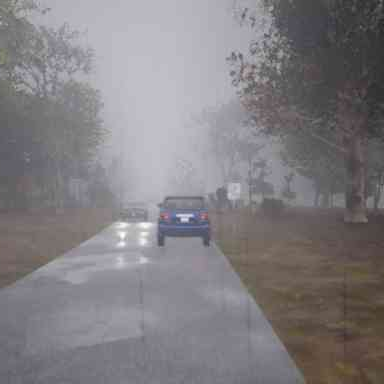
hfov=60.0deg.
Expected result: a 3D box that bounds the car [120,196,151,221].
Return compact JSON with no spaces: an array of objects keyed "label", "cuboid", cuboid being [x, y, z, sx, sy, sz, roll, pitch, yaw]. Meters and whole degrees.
[{"label":"car","cuboid":[-4.193,1.310,24.993,1.837,1.490,4.892,1,0,-6]}]

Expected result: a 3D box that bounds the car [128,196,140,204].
[{"label":"car","cuboid":[-11.601,1.552,66.292,1.994,1.385,4.181,1,-1,-14]}]

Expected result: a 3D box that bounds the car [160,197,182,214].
[{"label":"car","cuboid":[-2.216,1.293,33.459,1.882,1.535,5.008,1,0,-7]}]

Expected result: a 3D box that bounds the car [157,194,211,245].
[{"label":"car","cuboid":[-0.408,1.111,15.157,2.150,2.045,5.566,0,0,-3]}]
